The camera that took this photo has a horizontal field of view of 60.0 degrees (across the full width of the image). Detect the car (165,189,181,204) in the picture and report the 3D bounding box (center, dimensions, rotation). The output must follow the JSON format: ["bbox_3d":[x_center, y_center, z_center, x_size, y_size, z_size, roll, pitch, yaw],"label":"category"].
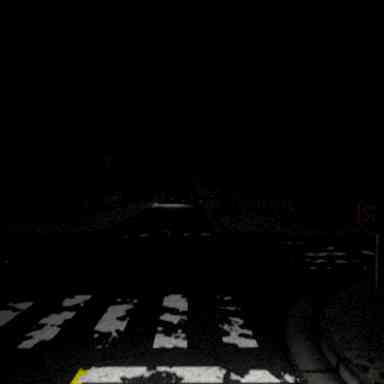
[{"bbox_3d":[-2.791,0.603,49.850,2.150,2.045,5.566,0,1,0],"label":"car"}]

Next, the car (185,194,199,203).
[{"bbox_3d":[-0.041,0.949,49.734,1.994,1.385,4.181,0,1,0],"label":"car"}]
